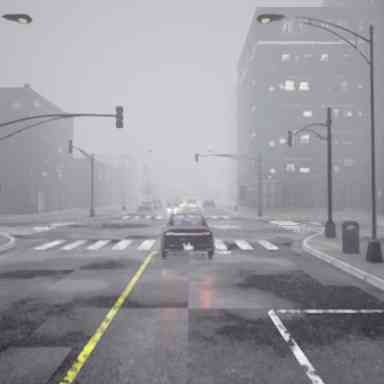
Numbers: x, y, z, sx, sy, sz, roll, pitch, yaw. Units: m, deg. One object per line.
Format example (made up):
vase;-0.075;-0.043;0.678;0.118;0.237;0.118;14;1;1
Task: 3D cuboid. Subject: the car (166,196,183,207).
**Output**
car;-3.082;1.794;54.601;2.128;1.511;4.902;0;0;0

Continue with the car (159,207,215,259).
car;-0.234;1.565;12.958;2.128;1.511;4.902;0;0;-3

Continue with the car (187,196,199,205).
car;-0.012;1.856;69.636;1.882;1.535;5.008;0;0;0

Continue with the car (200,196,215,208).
car;2.696;1.736;53.396;1.967;1.590;4.097;1;0;0

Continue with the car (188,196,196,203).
car;-0.015;1.801;80.062;1.812;1.442;4.674;0;0;0

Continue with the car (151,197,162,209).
car;-5.685;1.809;47.646;1.887;1.381;4.507;1;0;0

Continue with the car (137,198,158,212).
car;-5.760;1.778;41.964;1.887;1.381;4.507;1;0;0

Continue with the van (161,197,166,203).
van;-5.682;1.637;53.334;1.690;1.788;3.998;1;0;0

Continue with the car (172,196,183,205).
car;-3.013;1.740;70.242;2.097;1.767;4.553;0;0;0

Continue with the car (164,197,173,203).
car;-5.692;2.036;81.766;1.802;1.307;4.206;1;0;0
